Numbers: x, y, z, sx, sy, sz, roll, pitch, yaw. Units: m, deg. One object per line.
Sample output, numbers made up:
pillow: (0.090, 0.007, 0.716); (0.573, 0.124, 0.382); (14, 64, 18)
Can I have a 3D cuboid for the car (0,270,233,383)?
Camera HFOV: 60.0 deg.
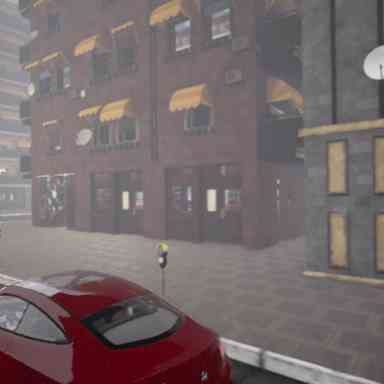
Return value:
car: (-1.559, 1.595, 3.845); (4.206, 1.307, 1.802); (0, -1, 36)
